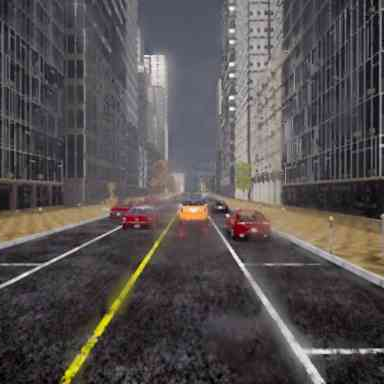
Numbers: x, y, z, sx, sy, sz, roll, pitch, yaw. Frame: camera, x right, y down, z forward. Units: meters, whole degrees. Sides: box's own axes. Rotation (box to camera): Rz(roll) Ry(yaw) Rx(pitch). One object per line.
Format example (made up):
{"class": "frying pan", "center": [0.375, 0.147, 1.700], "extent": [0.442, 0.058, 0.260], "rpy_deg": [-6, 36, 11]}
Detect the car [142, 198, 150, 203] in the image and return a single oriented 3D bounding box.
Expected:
{"class": "car", "center": [-5.689, 1.499, 33.713], "extent": [1.802, 1.307, 4.206], "rpy_deg": [0, 0, 0]}

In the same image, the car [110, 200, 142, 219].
{"class": "car", "center": [-5.689, 1.478, 28.019], "extent": [1.887, 1.381, 4.507], "rpy_deg": [0, 0, 0]}

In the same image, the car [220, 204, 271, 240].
{"class": "car", "center": [2.692, 1.508, 16.628], "extent": [1.887, 1.381, 4.507], "rpy_deg": [0, 0, 0]}

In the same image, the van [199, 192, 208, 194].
{"class": "van", "center": [2.692, 1.165, 62.167], "extent": [1.690, 1.788, 3.998], "rpy_deg": [0, 0, 0]}

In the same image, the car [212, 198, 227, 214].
{"class": "car", "center": [2.692, 1.482, 33.705], "extent": [1.947, 1.339, 4.313], "rpy_deg": [0, 0, 0]}

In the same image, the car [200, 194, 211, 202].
{"class": "car", "center": [2.692, 1.243, 67.858], "extent": [1.967, 1.590, 4.097], "rpy_deg": [0, 0, 0]}

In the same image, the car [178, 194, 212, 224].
{"class": "car", "center": [0.100, 1.295, 24.627], "extent": [2.097, 1.767, 4.553], "rpy_deg": [0, 0, 0]}

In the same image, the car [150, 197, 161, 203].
{"class": "car", "center": [-5.689, 1.427, 45.098], "extent": [1.887, 1.381, 4.507], "rpy_deg": [0, 0, 0]}

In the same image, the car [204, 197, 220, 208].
{"class": "car", "center": [2.692, 1.447, 45.089], "extent": [1.947, 1.339, 4.313], "rpy_deg": [0, 0, 0]}

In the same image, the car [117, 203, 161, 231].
{"class": "car", "center": [-3.000, 1.555, 20.359], "extent": [1.895, 1.301, 4.718], "rpy_deg": [0, 0, 0]}

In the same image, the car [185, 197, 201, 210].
{"class": "car", "center": [0.098, 1.419, 41.189], "extent": [1.812, 1.442, 4.674], "rpy_deg": [0, 0, 0]}

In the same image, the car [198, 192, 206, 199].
{"class": "car", "center": [2.693, 1.028, 90.626], "extent": [2.192, 1.841, 5.009], "rpy_deg": [0, 0, 0]}

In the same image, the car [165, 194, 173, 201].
{"class": "car", "center": [-5.689, 1.286, 79.083], "extent": [1.752, 1.417, 4.829], "rpy_deg": [0, 0, 0]}

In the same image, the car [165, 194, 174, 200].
{"class": "car", "center": [-5.689, 1.288, 84.947], "extent": [2.008, 1.369, 4.403], "rpy_deg": [0, 0, 0]}
